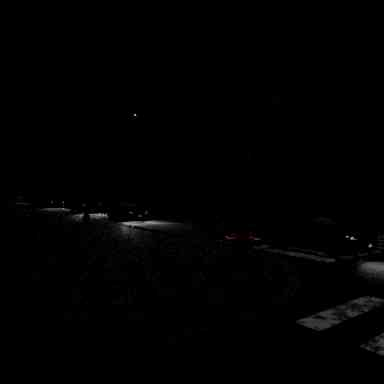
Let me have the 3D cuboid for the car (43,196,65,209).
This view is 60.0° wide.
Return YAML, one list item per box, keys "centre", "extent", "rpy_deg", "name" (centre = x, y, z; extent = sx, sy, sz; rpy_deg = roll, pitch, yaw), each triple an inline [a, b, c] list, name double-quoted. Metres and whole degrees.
- centre: [-19.058, 1.312, 45.832]
  extent: [2.097, 1.767, 4.553]
  rpy_deg: [1, -1, -36]
  name: "car"

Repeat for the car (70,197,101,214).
- centre: [-11.182, 1.301, 34.856]
  extent: [2.097, 1.767, 4.553]
  rpy_deg: [1, -1, -36]
  name: "car"

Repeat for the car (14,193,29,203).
- centre: [-34.804, 1.217, 67.781]
  extent: [2.150, 2.045, 5.566]
  rpy_deg: [1, -1, -36]
  name: "car"

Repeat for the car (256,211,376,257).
- centre: [4.555, 1.491, 12.916]
  extent: [1.812, 1.442, 4.674]
  rpy_deg: [1, 0, -36]
  name: "car"

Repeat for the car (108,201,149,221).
- centre: [-5.169, 1.492, 26.468]
  extent: [1.812, 1.442, 4.674]
  rpy_deg: [1, 0, -36]
  name: "car"
